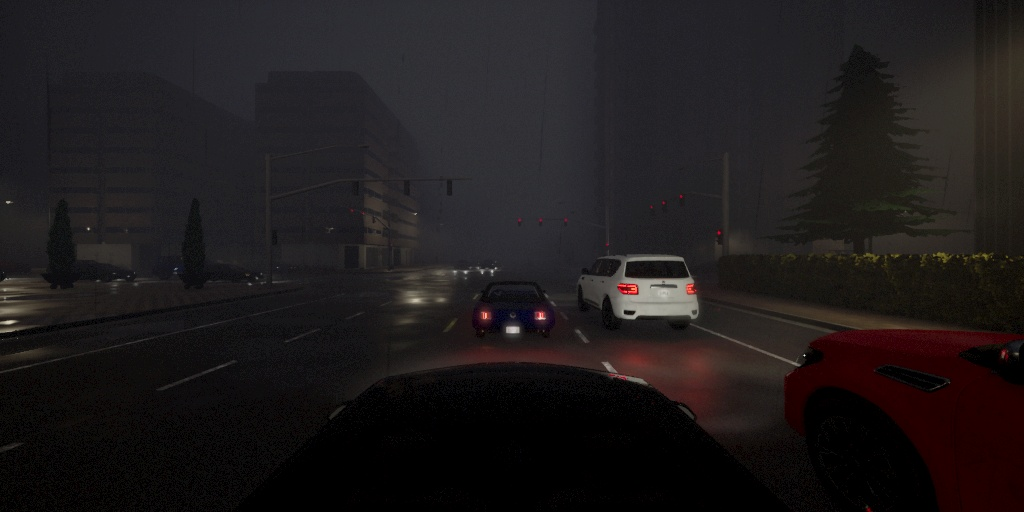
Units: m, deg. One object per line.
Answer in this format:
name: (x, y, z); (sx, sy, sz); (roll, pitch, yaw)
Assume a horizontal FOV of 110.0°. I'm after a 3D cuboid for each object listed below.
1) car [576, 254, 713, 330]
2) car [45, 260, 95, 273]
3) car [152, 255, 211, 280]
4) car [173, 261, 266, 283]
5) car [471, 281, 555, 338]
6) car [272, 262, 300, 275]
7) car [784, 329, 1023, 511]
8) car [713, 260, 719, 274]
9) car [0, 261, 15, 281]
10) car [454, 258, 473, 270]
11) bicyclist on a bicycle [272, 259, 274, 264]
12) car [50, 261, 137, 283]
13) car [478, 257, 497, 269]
car: (3.575, 0.971, 11.300); (2.150, 2.045, 5.566); (0, 0, -2)
car: (-36.971, 1.102, 30.927); (4.553, 1.767, 2.097); (0, 0, 1)
car: (-27.502, 0.972, 30.842); (5.566, 2.045, 2.150); (0, 0, 0)
car: (-22.006, 1.297, 27.272); (5.357, 1.411, 2.033); (0, 0, 1)
car: (0.044, 1.351, 10.171); (1.895, 1.301, 4.718); (0, 0, 0)
car: (-25.467, 1.297, 37.985); (5.357, 1.411, 2.033); (0, 0, 1)
car: (3.601, 0.971, 0.938); (2.150, 2.045, 5.566); (0, 0, 0)
car: (20.822, 1.228, 37.631); (5.008, 1.535, 1.882); (0, 0, 1)
car: (-41.843, 1.276, 27.466); (4.674, 1.442, 1.812); (0, 0, 1)
car: (-7.155, 1.276, 51.562); (1.812, 1.442, 4.674); (0, 0, 0)
bicyclist on a bicycle: (-28.697, 1.051, 42.836); (0.582, 1.620, 1.656); (0, 0, 0)
car: (-31.590, 1.276, 27.379); (4.674, 1.442, 1.812); (0, 0, 1)
car: (-3.675, 1.255, 55.476); (1.837, 1.490, 4.892); (0, 0, 0)
